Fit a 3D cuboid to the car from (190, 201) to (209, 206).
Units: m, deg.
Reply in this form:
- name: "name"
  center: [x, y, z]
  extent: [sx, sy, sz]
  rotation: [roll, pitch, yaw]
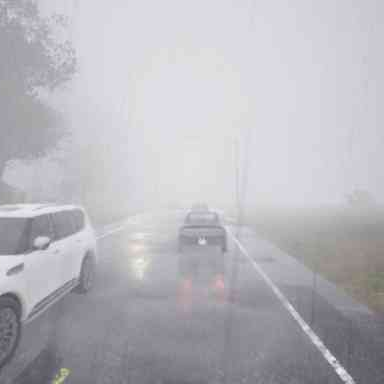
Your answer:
- name: "car"
  center: [0.850, 1.743, 36.483]
  extent: [2.128, 1.511, 4.902]
  rotation: [0, 0, 1]

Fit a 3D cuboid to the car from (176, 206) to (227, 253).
- name: "car"
  center: [0.427, 1.579, 14.224]
  extent: [2.128, 1.511, 4.902]
  rotation: [0, 0, 1]

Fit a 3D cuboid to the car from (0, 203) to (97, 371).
- name: "car"
  center: [-3.433, 1.269, 6.036]
  extent: [2.150, 2.045, 5.566]
  rotation: [0, 0, 1]

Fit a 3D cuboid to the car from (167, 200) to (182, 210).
- name: "car"
  center: [-2.553, 1.941, 49.228]
  extent: [1.994, 1.385, 4.181]
  rotation: [0, -1, 2]
